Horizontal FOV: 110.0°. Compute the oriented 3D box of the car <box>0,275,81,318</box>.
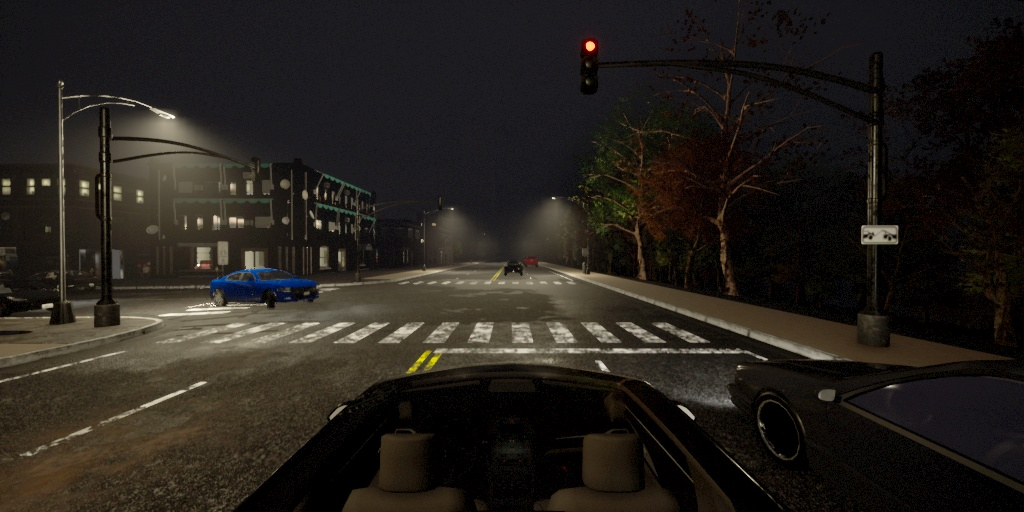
[{"bbox_3d":[-19.933,1.565,13.723,4.313,1.339,1.948,0,0,0],"label":"car"}]

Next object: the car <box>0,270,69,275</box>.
[{"bbox_3d":[-24.003,1.521,16.437,4.892,1.490,1.837,0,1,0],"label":"car"}]

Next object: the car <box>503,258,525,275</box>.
[{"bbox_3d":[0.146,1.244,38.142,1.837,1.490,4.892,0,1,0],"label":"car"}]

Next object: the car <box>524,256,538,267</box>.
[{"bbox_3d":[3.428,0.946,63.944,2.150,2.045,5.566,0,0,0],"label":"car"}]

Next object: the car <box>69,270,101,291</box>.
[{"bbox_3d":[-28.254,1.559,22.247,4.403,1.370,2.007,0,0,0],"label":"car"}]

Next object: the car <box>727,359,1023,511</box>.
[{"bbox_3d":[3.326,1.297,1.736,2.033,1.411,5.357,0,0,3],"label":"car"}]

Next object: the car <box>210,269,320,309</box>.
[{"bbox_3d":[-10.357,1.283,15.039,5.008,1.535,1.882,-2,-1,23],"label":"car"}]
